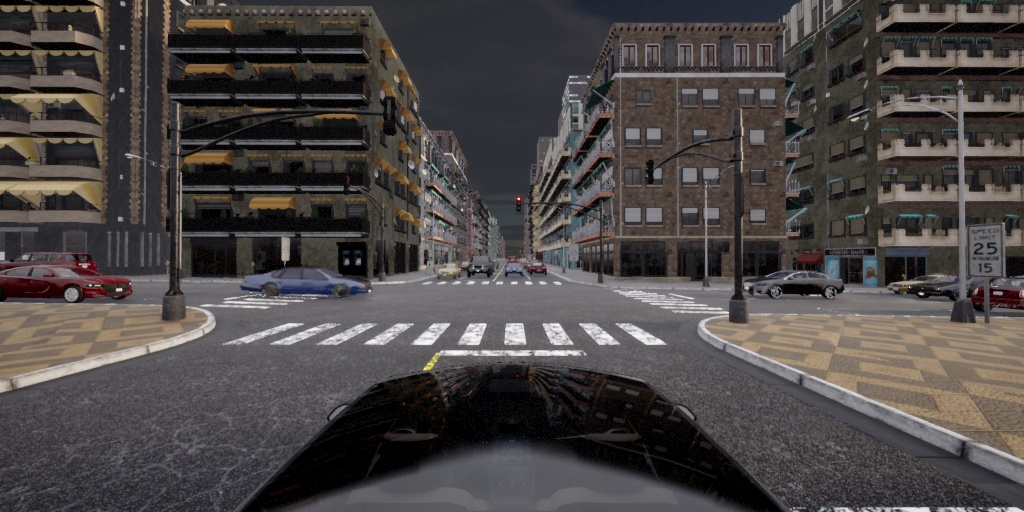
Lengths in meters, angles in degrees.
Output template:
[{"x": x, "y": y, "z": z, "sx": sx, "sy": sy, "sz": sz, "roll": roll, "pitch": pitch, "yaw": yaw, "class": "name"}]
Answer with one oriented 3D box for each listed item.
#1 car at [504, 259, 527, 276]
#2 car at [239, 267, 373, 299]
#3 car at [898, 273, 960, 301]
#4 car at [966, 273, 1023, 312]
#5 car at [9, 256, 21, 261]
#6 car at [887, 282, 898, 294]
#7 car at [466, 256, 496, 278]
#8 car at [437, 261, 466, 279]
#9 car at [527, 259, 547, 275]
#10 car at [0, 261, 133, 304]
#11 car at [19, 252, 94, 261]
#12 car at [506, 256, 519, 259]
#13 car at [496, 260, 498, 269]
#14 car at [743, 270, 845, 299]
[{"x": 0.186, "y": 1.307, "z": 37.518, "sx": 2.033, "sy": 1.411, "sz": 5.357, "roll": 0, "pitch": 0, "yaw": -1, "class": "car"}, {"x": -9.525, "y": 1.215, "z": 16.954, "sx": 5.357, "sy": 1.411, "sz": 2.033, "roll": 2, "pitch": 0, "yaw": -10, "class": "car"}, {"x": 25.182, "y": 1.733, "z": 19.739, "sx": 5.357, "sy": 1.411, "sz": 2.033, "roll": 1, "pitch": -1, "yaw": 0, "class": "car"}, {"x": 20.846, "y": 1.501, "z": 13.950, "sx": 4.097, "sy": 1.591, "sz": 1.967, "roll": 0, "pitch": 0, "yaw": 0, "class": "car"}, {"x": -26.258, "y": 0.844, "z": 16.202, "sx": 4.902, "sy": 1.511, "sz": 2.128, "roll": 1, "pitch": -1, "yaw": 0, "class": "car"}, {"x": 26.266, "y": 1.756, "z": 22.300, "sx": 4.829, "sy": 1.417, "sz": 1.751, "roll": 0, "pitch": 0, "yaw": 0, "class": "car"}, {"x": -3.068, "y": 0.980, "z": 35.202, "sx": 2.150, "sy": 2.045, "sz": 5.566, "roll": 0, "pitch": 0, "yaw": 0, "class": "car"}, {"x": -5.660, "y": 1.283, "z": 32.626, "sx": 1.751, "sy": 1.417, "sz": 4.829, "roll": 0, "pitch": 0, "yaw": 0, "class": "car"}, {"x": 2.726, "y": 1.305, "z": 38.297, "sx": 1.888, "sy": 1.381, "sz": 4.507, "roll": 0, "pitch": 0, "yaw": 0, "class": "car"}, {"x": -17.251, "y": 1.011, "z": 13.664, "sx": 4.507, "sy": 1.381, "sz": 1.888, "roll": 0, "pitch": 0, "yaw": 0, "class": "car"}, {"x": -28.627, "y": 0.686, "z": 21.969, "sx": 5.009, "sy": 1.841, "sz": 2.192, "roll": 0, "pitch": 0, "yaw": 0, "class": "car"}, {"x": 0.159, "y": 0.992, "z": 64.765, "sx": 2.150, "sy": 2.045, "sz": 5.566, "roll": 0, "pitch": 0, "yaw": 0, "class": "car"}, {"x": -3.057, "y": 1.266, "z": 45.241, "sx": 1.837, "sy": 1.490, "sz": 4.892, "roll": 0, "pitch": 0, "yaw": 0, "class": "car"}, {"x": 15.323, "y": 1.523, "z": 19.678, "sx": 4.902, "sy": 1.511, "sz": 2.128, "roll": 1, "pitch": -1, "yaw": -1, "class": "car"}]
